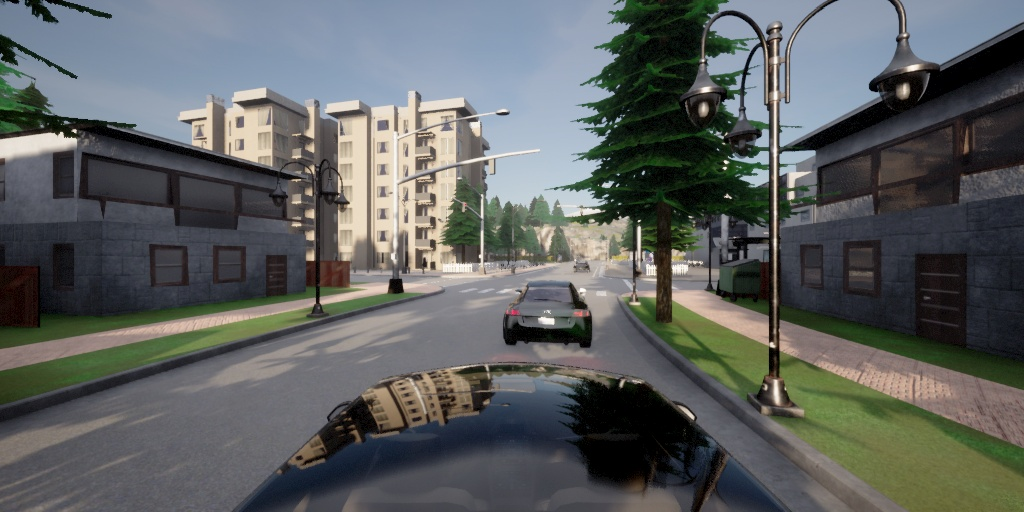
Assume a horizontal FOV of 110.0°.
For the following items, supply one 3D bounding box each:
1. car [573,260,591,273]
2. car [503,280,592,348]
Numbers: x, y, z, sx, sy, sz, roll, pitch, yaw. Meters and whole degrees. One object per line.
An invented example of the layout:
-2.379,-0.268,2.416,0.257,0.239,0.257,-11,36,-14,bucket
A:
8.753,1.276,44.911,2.128,1.511,4.902,0,0,14,car
0.999,1.314,9.370,1.994,1.385,4.181,0,0,8,car
